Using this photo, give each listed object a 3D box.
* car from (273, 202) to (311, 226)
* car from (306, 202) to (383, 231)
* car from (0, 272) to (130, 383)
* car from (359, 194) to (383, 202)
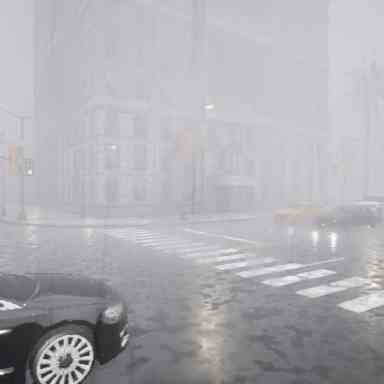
[{"bbox_3d":[7.951,1.478,23.833,5.008,1.535,1.882,0,0,-34],"label":"car"},{"bbox_3d":[9.886,1.547,20.920,5.357,1.411,2.033,0,0,-34],"label":"car"},{"bbox_3d":[-3.124,1.493,3.612,4.902,1.511,2.128,0,0,-34],"label":"car"},{"bbox_3d":[16.420,1.221,29.479,5.566,2.045,2.150,0,0,-33],"label":"car"}]
